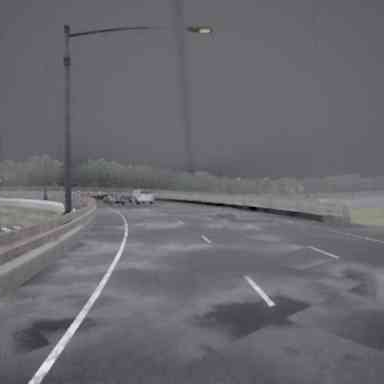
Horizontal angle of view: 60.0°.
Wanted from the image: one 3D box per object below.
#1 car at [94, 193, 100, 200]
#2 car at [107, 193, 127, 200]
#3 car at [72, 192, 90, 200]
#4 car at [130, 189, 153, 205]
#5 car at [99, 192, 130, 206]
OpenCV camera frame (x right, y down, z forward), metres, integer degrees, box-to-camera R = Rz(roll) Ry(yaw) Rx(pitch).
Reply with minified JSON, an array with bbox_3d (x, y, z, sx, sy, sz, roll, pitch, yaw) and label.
[{"bbox_3d":[-16.173,0.758,60.531,1.882,1.535,5.008,-1,1,-36],"label":"car"},{"bbox_3d":[-14.547,0.849,64.271,1.895,1.301,4.718,-1,1,-39],"label":"car"},{"bbox_3d":[-20.035,0.778,59.915,1.882,1.535,5.008,-1,1,-39],"label":"car"},{"bbox_3d":[-6.974,0.669,45.040,2.150,2.045,5.566,0,1,-26],"label":"car"},{"bbox_3d":[-10.378,1.017,44.154,2.033,1.411,5.357,-1,1,-27],"label":"car"}]
